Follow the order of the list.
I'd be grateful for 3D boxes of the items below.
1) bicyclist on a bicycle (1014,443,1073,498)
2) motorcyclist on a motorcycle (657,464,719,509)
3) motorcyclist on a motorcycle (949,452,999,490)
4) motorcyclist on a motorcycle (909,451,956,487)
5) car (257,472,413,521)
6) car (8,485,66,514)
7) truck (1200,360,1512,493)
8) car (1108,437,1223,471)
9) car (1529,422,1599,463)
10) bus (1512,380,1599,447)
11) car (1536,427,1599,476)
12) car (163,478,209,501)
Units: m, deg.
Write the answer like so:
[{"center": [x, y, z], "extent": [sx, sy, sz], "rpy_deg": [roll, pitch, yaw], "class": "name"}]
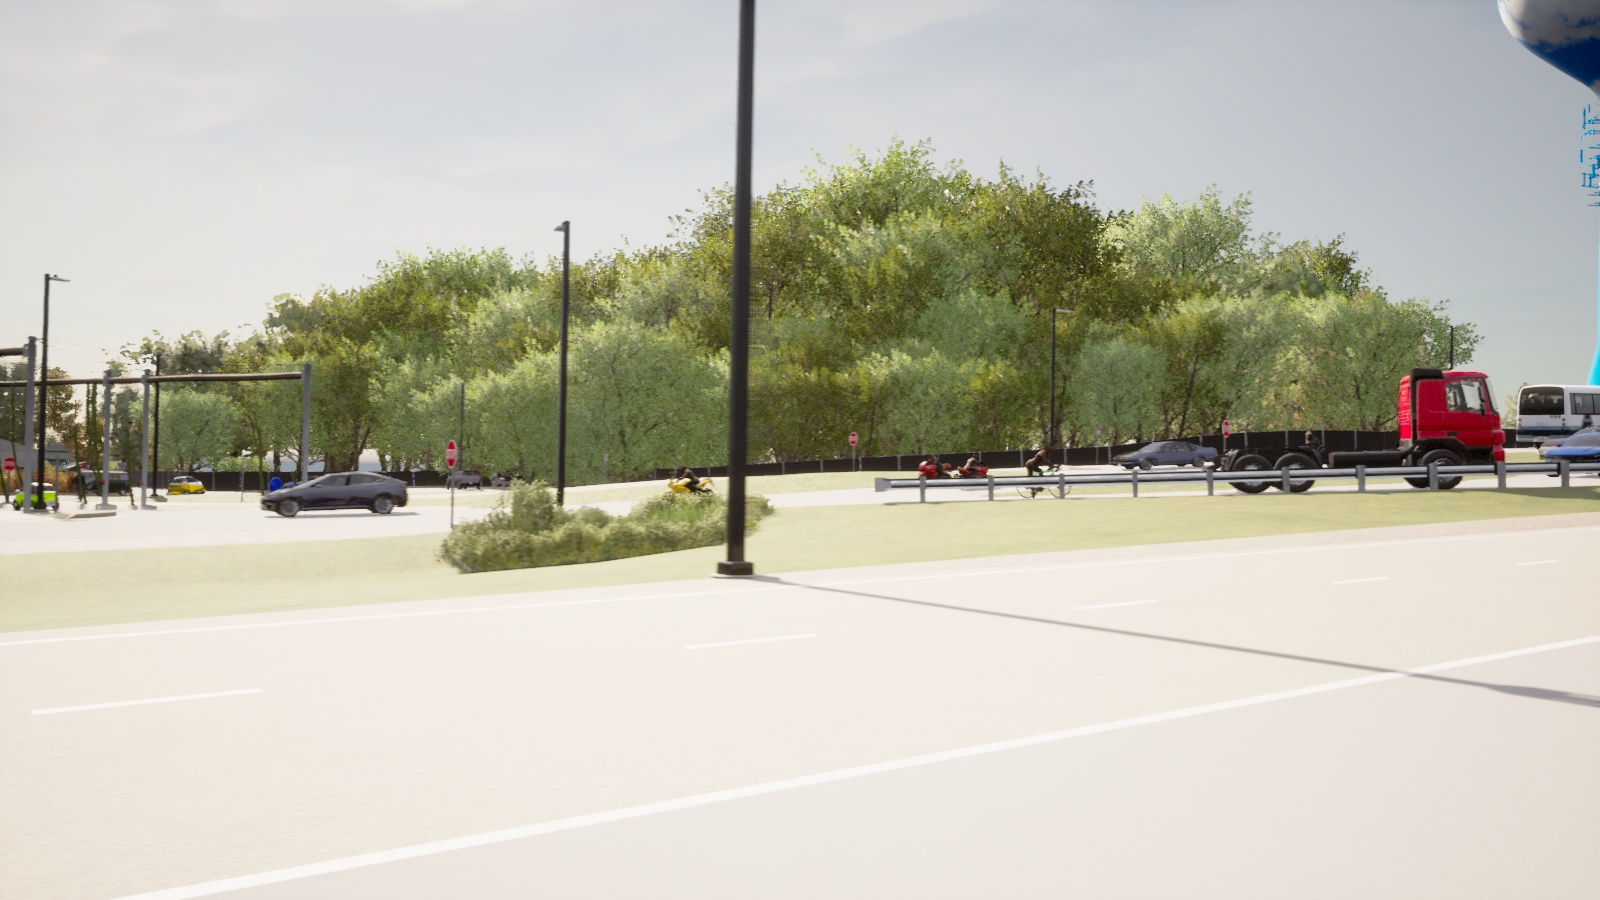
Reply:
[{"center": [7.457, 0.644, 38.415], "extent": [1.656, 1.620, 0.582], "rpy_deg": [-2, -2, 19], "class": "bicyclist on a bicycle"}, {"center": [-4.096, 1.317, 45.870], "extent": [2.044, 1.523, 0.797], "rpy_deg": [-3, 0, 10], "class": "motorcyclist on a motorcycle"}, {"center": [7.445, 0.879, 53.671], "extent": [2.044, 1.523, 0.797], "rpy_deg": [-3, 1, -34], "class": "motorcyclist on a motorcycle"}, {"center": [6.031, 0.862, 56.942], "extent": [2.044, 1.523, 0.797], "rpy_deg": [-3, 1, -34], "class": "motorcyclist on a motorcycle"}, {"center": [-15.958, 1.560, 43.133], "extent": [4.792, 1.488, 2.163], "rpy_deg": [-1, 0, -27], "class": "car"}, {"center": [-37.405, 2.441, 61.573], "extent": [2.207, 1.376, 1.481], "rpy_deg": [-2, -2, 28], "class": "car"}, {"center": [16.091, -0.593, 37.005], "extent": [7.936, 3.462, 2.891], "rpy_deg": [-2, -1, 15], "class": "truck"}, {"center": [18.723, 0.186, 64.383], "extent": [5.357, 1.411, 2.033], "rpy_deg": [-3, 2, -15], "class": "car"}, {"center": [34.648, -0.380, 54.560], "extent": [4.856, 1.649, 2.033], "rpy_deg": [-2, 1, -6], "class": "car"}, {"center": [52.476, -2.412, 84.394], "extent": [10.273, 4.253, 3.944], "rpy_deg": [-1, 1, -35], "class": "bus"}, {"center": [27.701, 0.015, 43.635], "extent": [5.008, 1.535, 1.882], "rpy_deg": [-2, 1, -37], "class": "car"}, {"center": [-40.268, 2.575, 82.355], "extent": [2.207, 1.376, 1.481], "rpy_deg": [-3, -1, 14], "class": "car"}]
